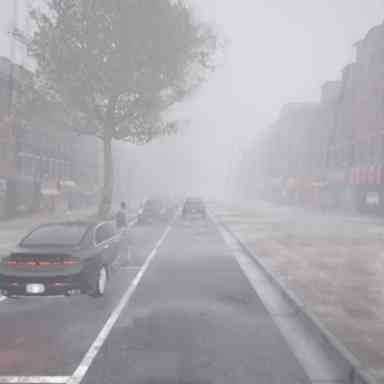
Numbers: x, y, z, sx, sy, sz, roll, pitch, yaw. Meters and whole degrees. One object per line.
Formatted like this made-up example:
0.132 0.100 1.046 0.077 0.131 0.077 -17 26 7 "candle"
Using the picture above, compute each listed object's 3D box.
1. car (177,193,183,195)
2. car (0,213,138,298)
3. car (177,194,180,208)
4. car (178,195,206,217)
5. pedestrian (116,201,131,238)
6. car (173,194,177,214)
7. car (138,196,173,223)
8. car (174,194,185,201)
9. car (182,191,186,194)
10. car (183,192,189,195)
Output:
-2.526 1.215 45.115 2.008 1.369 4.403 -1 0 0 "car"
-2.726 1.410 8.227 1.837 1.490 4.892 0 1 0 "car"
-2.540 1.268 39.582 1.802 1.307 4.206 -1 0 0 "car"
0.170 1.232 27.614 2.128 1.511 4.902 0 0 0 "car"
-2.315 1.169 11.163 0.375 1.860 0.375 1 1 0 "pedestrian"
-2.570 1.178 28.518 1.967 1.590 4.097 -1 0 0 "car"
-2.584 1.214 22.986 1.967 1.590 4.097 -1 0 0 "car"
-2.464 1.082 67.255 2.008 1.369 4.403 -1 0 0 "car"
-2.496 1.048 56.184 1.967 1.590 4.097 -1 0 0 "car"
0.210 1.164 43.052 2.128 1.511 4.902 0 0 0 "car"
